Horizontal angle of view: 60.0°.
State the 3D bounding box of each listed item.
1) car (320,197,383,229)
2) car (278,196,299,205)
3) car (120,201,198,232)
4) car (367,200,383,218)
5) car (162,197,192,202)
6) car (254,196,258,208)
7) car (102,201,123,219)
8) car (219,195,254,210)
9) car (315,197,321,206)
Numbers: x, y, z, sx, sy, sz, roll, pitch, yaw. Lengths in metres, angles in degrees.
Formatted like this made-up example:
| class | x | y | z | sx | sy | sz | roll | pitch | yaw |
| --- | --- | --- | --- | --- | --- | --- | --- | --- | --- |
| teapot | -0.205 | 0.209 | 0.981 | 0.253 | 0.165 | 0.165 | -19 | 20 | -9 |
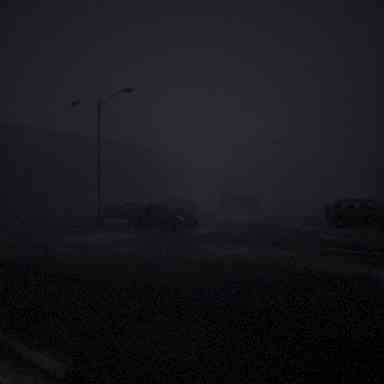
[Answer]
| class | x | y | z | sx | sy | sz | roll | pitch | yaw |
| --- | --- | --- | --- | --- | --- | --- | --- | --- | --- |
| car | 10.384 | 1.287 | 19.662 | 4.605 | 1.855 | 1.932 | 0 | 0 | 35 |
| car | 17.573 | 1.563 | 60.413 | 3.633 | 1.501 | 1.845 | 0 | 0 | 35 |
| car | -1.798 | 1.491 | 19.775 | 4.514 | 1.523 | 2.007 | 0 | 0 | 35 |
| car | 18.157 | 1.487 | 29.422 | 4.514 | 1.523 | 2.007 | 0 | 0 | 35 |
| car | -1.997 | 1.347 | 32.262 | 5.027 | 1.636 | 2.152 | 0 | 0 | 35 |
| car | 6.731 | 1.289 | 45.319 | 4.605 | 1.855 | 1.932 | 0 | 0 | 35 |
| car | -5.438 | 1.426 | 26.836 | 3.806 | 1.475 | 1.970 | 0 | 0 | 35 |
| car | 5.390 | 1.269 | 42.708 | 3.866 | 1.878 | 1.905 | 0 | 0 | 35 |
| car | 21.911 | 1.573 | 53.695 | 3.806 | 1.475 | 1.970 | 0 | 0 | 35 |
